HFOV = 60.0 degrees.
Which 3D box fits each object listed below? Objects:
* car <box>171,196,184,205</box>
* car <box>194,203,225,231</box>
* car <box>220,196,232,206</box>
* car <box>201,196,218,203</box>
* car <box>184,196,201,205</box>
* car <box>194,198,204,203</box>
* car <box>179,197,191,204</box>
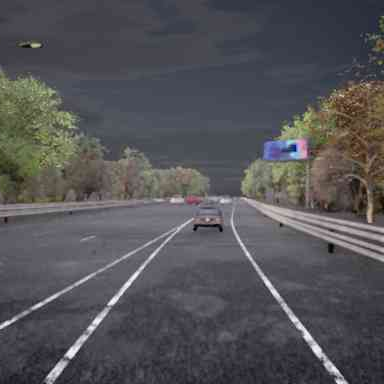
[{"bbox_3d":[-3.122,1.808,72.652,2.150,2.045,5.566,0,-1,8],"label":"car"},{"bbox_3d":[1.131,1.709,21.975,2.033,1.411,5.357,0,-1,5],"label":"car"},{"bbox_3d":[7.286,1.826,71.266,2.150,2.045,5.566,0,-1,8],"label":"car"},{"bbox_3d":[3.813,2.120,71.695,2.128,1.511,4.902,0,-1,8],"label":"car"},{"bbox_3d":[0.348,1.814,72.190,2.150,2.045,5.566,0,-1,8],"label":"car"},{"bbox_3d":[1.723,2.127,82.517,1.895,1.301,4.718,0,-1,8],"label":"car"},{"bbox_3d":[-1.750,2.051,82.951,2.128,1.511,4.902,0,-1,8],"label":"car"}]
